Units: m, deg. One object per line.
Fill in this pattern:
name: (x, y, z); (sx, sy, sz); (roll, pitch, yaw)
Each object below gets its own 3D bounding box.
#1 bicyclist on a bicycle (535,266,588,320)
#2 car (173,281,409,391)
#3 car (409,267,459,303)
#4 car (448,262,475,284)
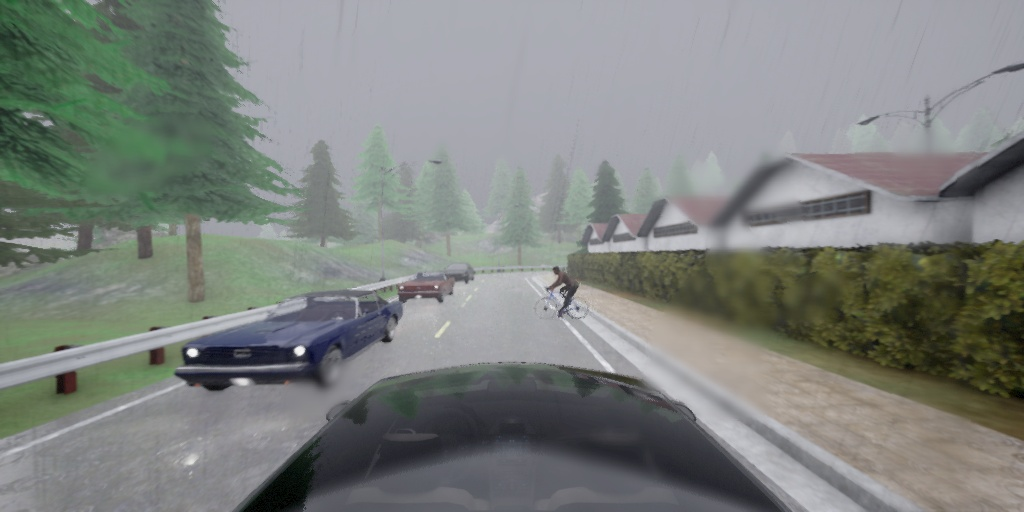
bicyclist on a bicycle: (1.494, 1.125, 10.843); (1.656, 1.620, 0.582); (0, 0, -1)
car: (-3.681, 1.387, 7.040); (1.895, 1.301, 4.718); (-1, 0, -1)
car: (-3.908, 1.378, 17.026); (1.895, 1.301, 4.718); (-1, 0, -1)
car: (-4.030, 1.242, 27.490); (1.882, 1.535, 5.008); (-1, 0, 1)
